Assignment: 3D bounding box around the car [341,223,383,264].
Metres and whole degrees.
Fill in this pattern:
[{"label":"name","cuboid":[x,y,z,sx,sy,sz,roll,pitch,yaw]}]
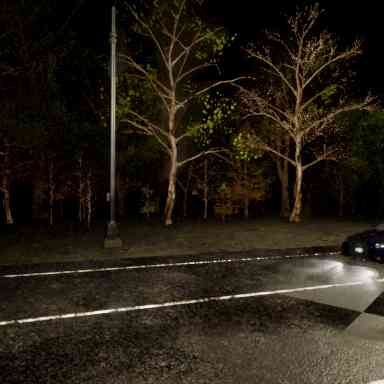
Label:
[{"label":"car","cuboid":[7.157,1.651,11.142,4.181,1.385,1.994,0,0,-19]}]
